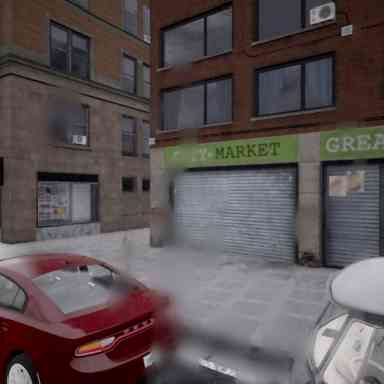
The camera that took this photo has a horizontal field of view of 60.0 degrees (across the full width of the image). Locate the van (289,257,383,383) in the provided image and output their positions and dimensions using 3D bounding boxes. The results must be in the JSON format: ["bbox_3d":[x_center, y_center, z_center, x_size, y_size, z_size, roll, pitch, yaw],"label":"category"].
[{"bbox_3d":[2.387,1.341,1.375,3.998,1.788,1.690,0,0,35],"label":"van"}]

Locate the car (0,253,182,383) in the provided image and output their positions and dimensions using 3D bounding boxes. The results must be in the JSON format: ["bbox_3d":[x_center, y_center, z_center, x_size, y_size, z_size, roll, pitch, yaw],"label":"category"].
[{"bbox_3d":[-2.223,1.544,4.660,4.507,1.381,1.887,0,0,35],"label":"car"}]
